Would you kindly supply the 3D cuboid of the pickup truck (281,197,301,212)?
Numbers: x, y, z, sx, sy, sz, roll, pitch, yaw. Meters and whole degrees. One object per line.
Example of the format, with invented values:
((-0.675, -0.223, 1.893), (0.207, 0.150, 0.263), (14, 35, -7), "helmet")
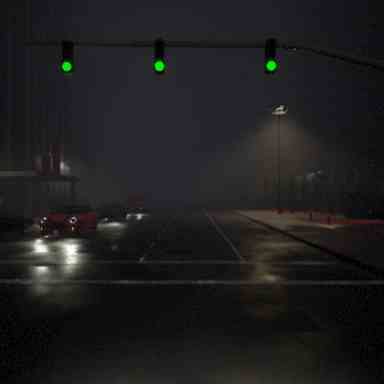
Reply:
((13.128, 1.413, 42.556), (2.390, 2.098, 6.274), (0, -1, 31), "pickup truck")

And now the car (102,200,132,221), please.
((-7.092, 1.728, 29.893), (1.882, 1.535, 5.008), (0, 0, 0), "car")

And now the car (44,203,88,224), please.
((-10.592, 1.743, 28.388), (1.837, 1.490, 4.892), (0, 0, 0), "car")

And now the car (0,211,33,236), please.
((-10.597, 1.754, 18.125), (1.895, 1.301, 4.718), (0, 0, 0), "car")

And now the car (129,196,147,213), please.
((-7.058, 1.579, 42.459), (2.150, 2.045, 5.566), (0, -1, 0), "car")

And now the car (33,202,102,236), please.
((-7.096, 1.516, 19.545), (2.097, 1.767, 4.553), (0, 0, 0), "car")

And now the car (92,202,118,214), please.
((-10.562, 1.943, 40.892), (1.895, 1.301, 4.718), (0, 0, 0), "car")
